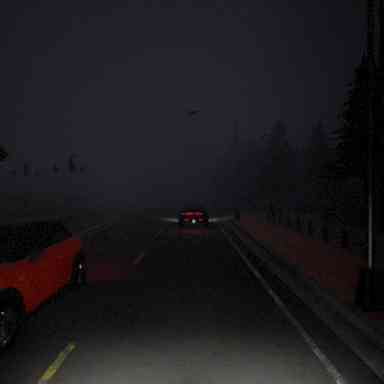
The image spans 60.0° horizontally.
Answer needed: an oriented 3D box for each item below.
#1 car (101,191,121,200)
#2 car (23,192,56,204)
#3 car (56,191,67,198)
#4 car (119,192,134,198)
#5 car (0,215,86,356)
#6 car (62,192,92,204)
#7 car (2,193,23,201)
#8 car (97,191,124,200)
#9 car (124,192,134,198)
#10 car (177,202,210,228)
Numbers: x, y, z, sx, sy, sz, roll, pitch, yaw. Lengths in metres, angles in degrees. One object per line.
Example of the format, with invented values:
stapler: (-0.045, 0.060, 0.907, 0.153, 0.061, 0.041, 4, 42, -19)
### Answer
car: (-17.671, 0.757, 72.702, 3.866, 1.878, 1.905, 0, 0, 0)
car: (-24.813, 1.150, 54.193, 3.806, 1.475, 1.970, 0, 0, 0)
car: (-35.058, 0.704, 88.632, 4.605, 1.855, 1.932, 0, 0, 0)
car: (-17.999, 0.824, 91.915, 3.806, 1.475, 1.970, 0, 0, 0)
car: (-3.561, 1.323, 5.959, 2.097, 1.767, 4.553, 0, 0, 0)
car: (-17.391, 1.153, 51.215, 3.633, 1.501, 1.845, 0, 0, 0)
car: (-35.807, 1.030, 66.184, 3.633, 1.501, 1.845, 0, 0, 0)
car: (-17.258, 0.791, 69.797, 4.605, 1.855, 1.932, 0, 0, 0)
car: (-17.674, 0.775, 85.497, 5.027, 1.636, 2.152, 0, 0, 0)
car: (0.100, 1.406, 21.497, 1.837, 1.490, 4.892, 0, 0, 0)
